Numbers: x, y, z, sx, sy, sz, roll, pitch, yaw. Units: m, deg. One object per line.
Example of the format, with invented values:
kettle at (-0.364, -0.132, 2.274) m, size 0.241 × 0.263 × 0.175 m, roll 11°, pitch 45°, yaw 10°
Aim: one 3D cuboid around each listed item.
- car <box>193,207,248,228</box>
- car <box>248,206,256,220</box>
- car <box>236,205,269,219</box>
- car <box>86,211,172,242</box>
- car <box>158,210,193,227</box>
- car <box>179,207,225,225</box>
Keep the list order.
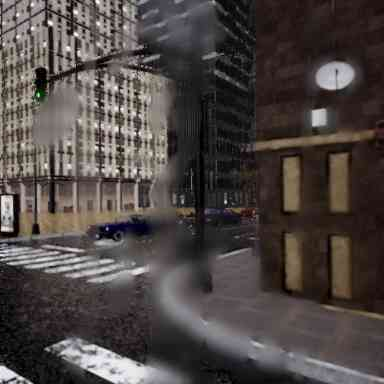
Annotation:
car at (2.145, 2.038, 26.557) m, size 2.033 × 1.411 × 5.357 m, roll -1°, pitch -2°, yaw 36°
car at (8.075, 1.989, 34.950) m, size 2.097 × 1.767 × 4.553 m, roll -1°, pitch -2°, yaw 35°
car at (7.011, 2.256, 38.109) m, size 1.887 × 1.381 × 4.507 m, roll -2°, pitch -2°, yaw 35°
car at (-3.511, 1.955, 18.626) m, size 1.895 × 1.301 × 4.718 m, roll -1°, pitch -2°, yaw 36°
car at (-2.254, 2.036, 25.066) m, size 2.008 × 1.369 × 4.403 m, roll -2°, pitch -2°, yaw 35°
car at (0.959, 2.115, 29.615) m, size 2.008 × 1.369 × 4.403 m, roll -2°, pitch -2°, yaw 35°
